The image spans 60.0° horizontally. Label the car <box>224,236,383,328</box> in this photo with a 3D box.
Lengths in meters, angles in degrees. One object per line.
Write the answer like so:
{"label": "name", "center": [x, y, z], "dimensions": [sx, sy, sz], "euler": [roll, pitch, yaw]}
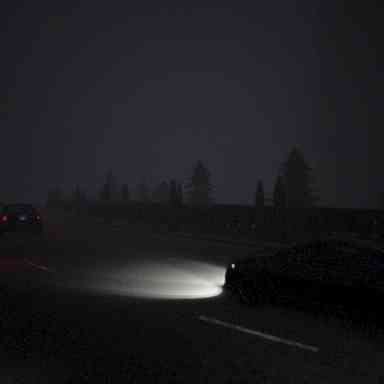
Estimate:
{"label": "car", "center": [2.737, 1.583, 6.531], "dimensions": [4.181, 1.385, 1.994], "euler": [0, 0, 37]}

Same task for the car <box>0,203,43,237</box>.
{"label": "car", "center": [-10.021, 1.376, 18.504], "dimensions": [2.097, 1.767, 4.553], "euler": [0, 0, -42]}
